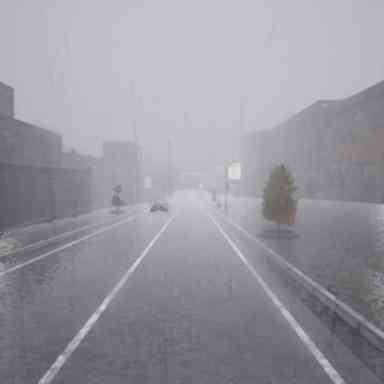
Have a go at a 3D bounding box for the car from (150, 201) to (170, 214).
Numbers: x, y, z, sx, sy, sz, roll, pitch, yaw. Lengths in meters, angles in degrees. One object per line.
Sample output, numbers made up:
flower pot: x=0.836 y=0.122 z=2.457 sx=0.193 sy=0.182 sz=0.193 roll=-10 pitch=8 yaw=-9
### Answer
car: x=-3.494 y=1.616 z=36.434 sx=1.895 sy=1.301 sz=4.718 roll=0 pitch=0 yaw=0
